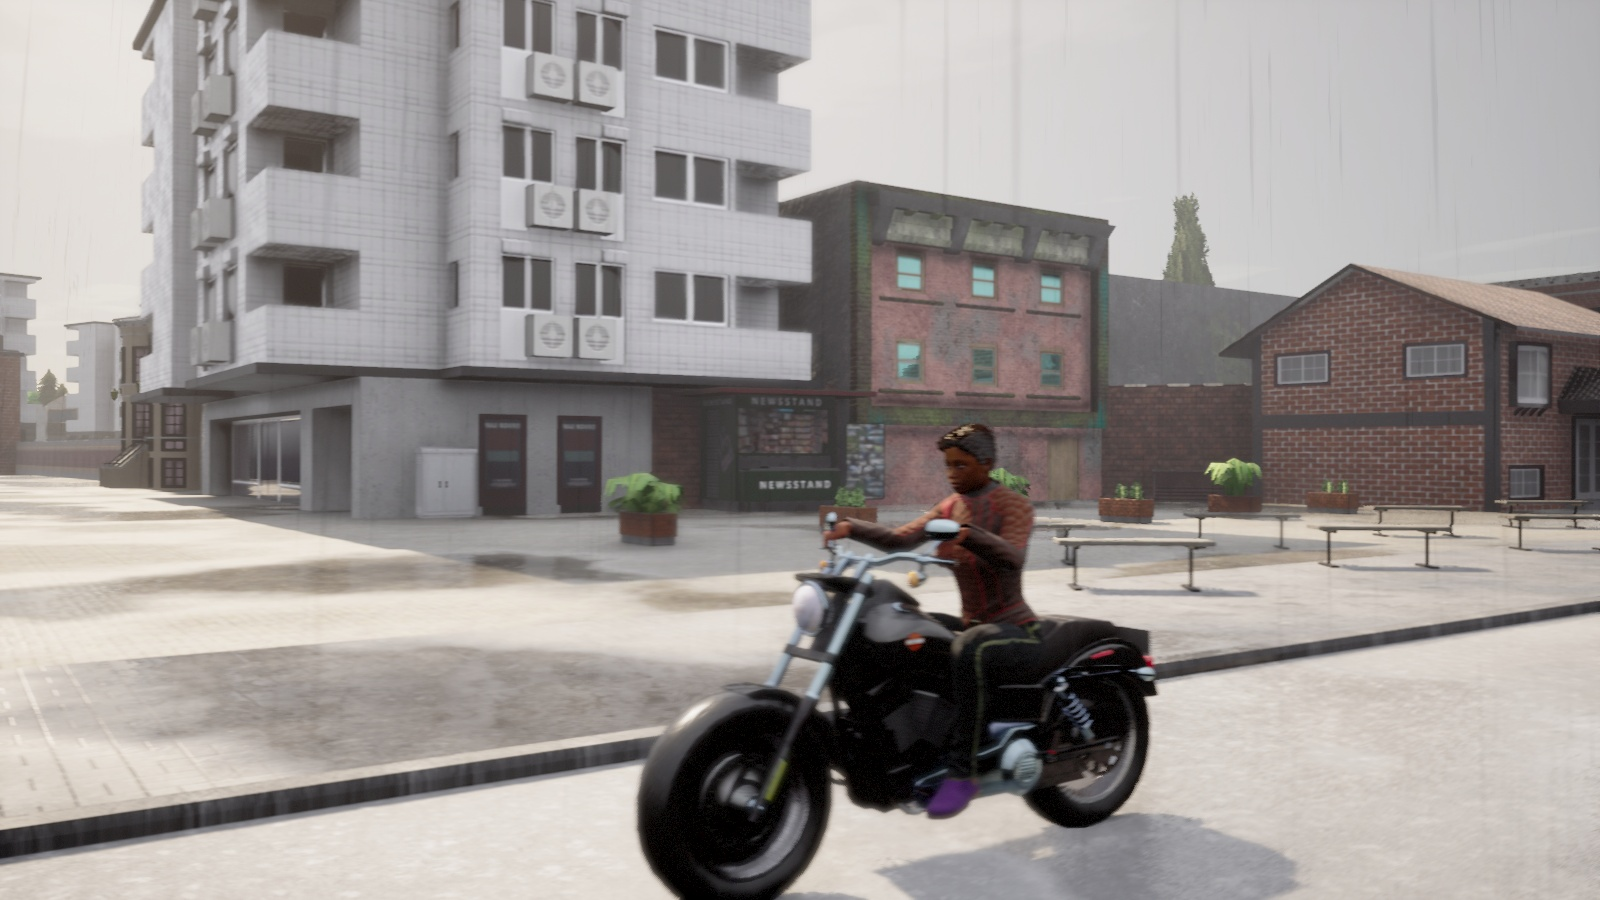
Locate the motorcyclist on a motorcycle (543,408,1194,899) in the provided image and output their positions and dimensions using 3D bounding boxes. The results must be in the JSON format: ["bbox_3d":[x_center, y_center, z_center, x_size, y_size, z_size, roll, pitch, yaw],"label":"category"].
[{"bbox_3d":[0.337,0.706,4.503,2.350,1.649,0.766,0,0,-35],"label":"motorcyclist on a motorcycle"}]
